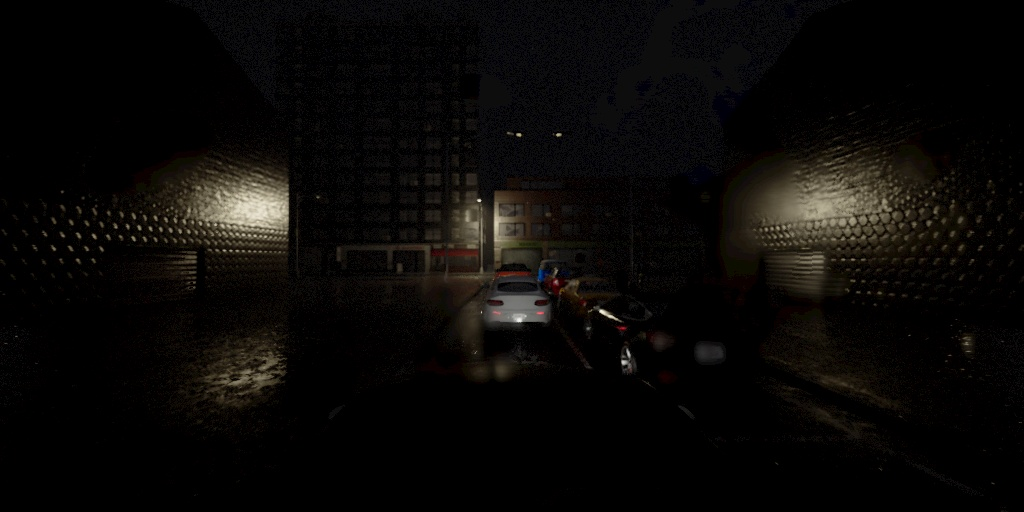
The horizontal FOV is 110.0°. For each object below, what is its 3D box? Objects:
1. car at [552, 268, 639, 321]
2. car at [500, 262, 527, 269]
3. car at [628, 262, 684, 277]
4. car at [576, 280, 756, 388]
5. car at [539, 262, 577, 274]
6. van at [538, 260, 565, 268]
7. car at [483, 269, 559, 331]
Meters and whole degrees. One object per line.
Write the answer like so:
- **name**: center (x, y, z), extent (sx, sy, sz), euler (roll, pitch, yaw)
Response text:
- **car**: center (2.639, 1.305, 12.474), extent (1.751, 1.417, 4.829), euler (0, 0, 0)
- **car**: center (0.088, 1.162, 21.202), extent (2.097, 1.767, 4.553), euler (0, 0, 0)
- **car**: center (13.399, 1.308, 33.477), extent (4.902, 1.511, 2.128), euler (0, -1, -3)
- **car**: center (2.638, 1.329, 6.831), extent (1.948, 1.339, 4.313), euler (0, 0, 0)
- **car**: center (2.639, 1.238, 17.778), extent (1.967, 1.591, 4.097), euler (0, 0, 0)
- **van**: center (2.640, 1.158, 23.253), extent (1.690, 1.789, 3.998), euler (0, 0, 0)
- **car**: center (0.113, 1.302, 10.981), extent (1.812, 1.442, 4.674), euler (0, 0, -1)
